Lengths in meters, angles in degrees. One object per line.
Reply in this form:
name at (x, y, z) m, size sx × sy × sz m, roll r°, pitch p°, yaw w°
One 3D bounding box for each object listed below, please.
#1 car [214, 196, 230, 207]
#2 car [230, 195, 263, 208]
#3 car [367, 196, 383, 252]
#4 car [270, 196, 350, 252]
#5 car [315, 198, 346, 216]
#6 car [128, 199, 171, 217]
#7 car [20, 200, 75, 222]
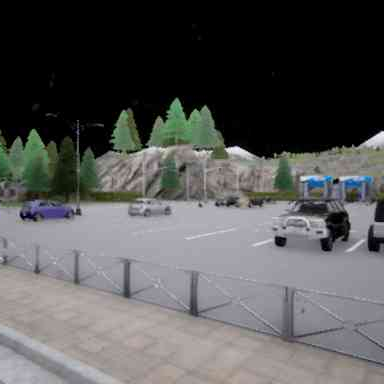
car at (4.843, 1.257, 45.139) m, size 2.007 × 1.523 × 4.514 m, roll 0°, pitch 0°, yaw 35°
car at (7.428, 1.262, 43.361) m, size 2.152 × 1.636 × 5.027 m, roll 0°, pitch 0°, yaw 35°
car at (7.405, 1.090, 11.684) m, size 1.905 × 1.878 × 3.866 m, roll 0°, pitch 0°, yaw 35°
car at (4.800, 1.097, 13.035) m, size 1.932 × 1.855 × 4.605 m, roll 0°, pitch 0°, yaw 35°
car at (12.622, 1.304, 30.238) m, size 1.845 × 1.501 × 3.633 m, roll 0°, pitch 0°, yaw 35°
car at (-3.523, 1.314, 28.245) m, size 1.970 × 1.475 × 3.806 m, roll 0°, pitch 0°, yaw 35°
car at (-10.256, 1.290, 23.931) m, size 1.845 × 1.501 × 3.633 m, roll 0°, pitch 0°, yaw 35°
